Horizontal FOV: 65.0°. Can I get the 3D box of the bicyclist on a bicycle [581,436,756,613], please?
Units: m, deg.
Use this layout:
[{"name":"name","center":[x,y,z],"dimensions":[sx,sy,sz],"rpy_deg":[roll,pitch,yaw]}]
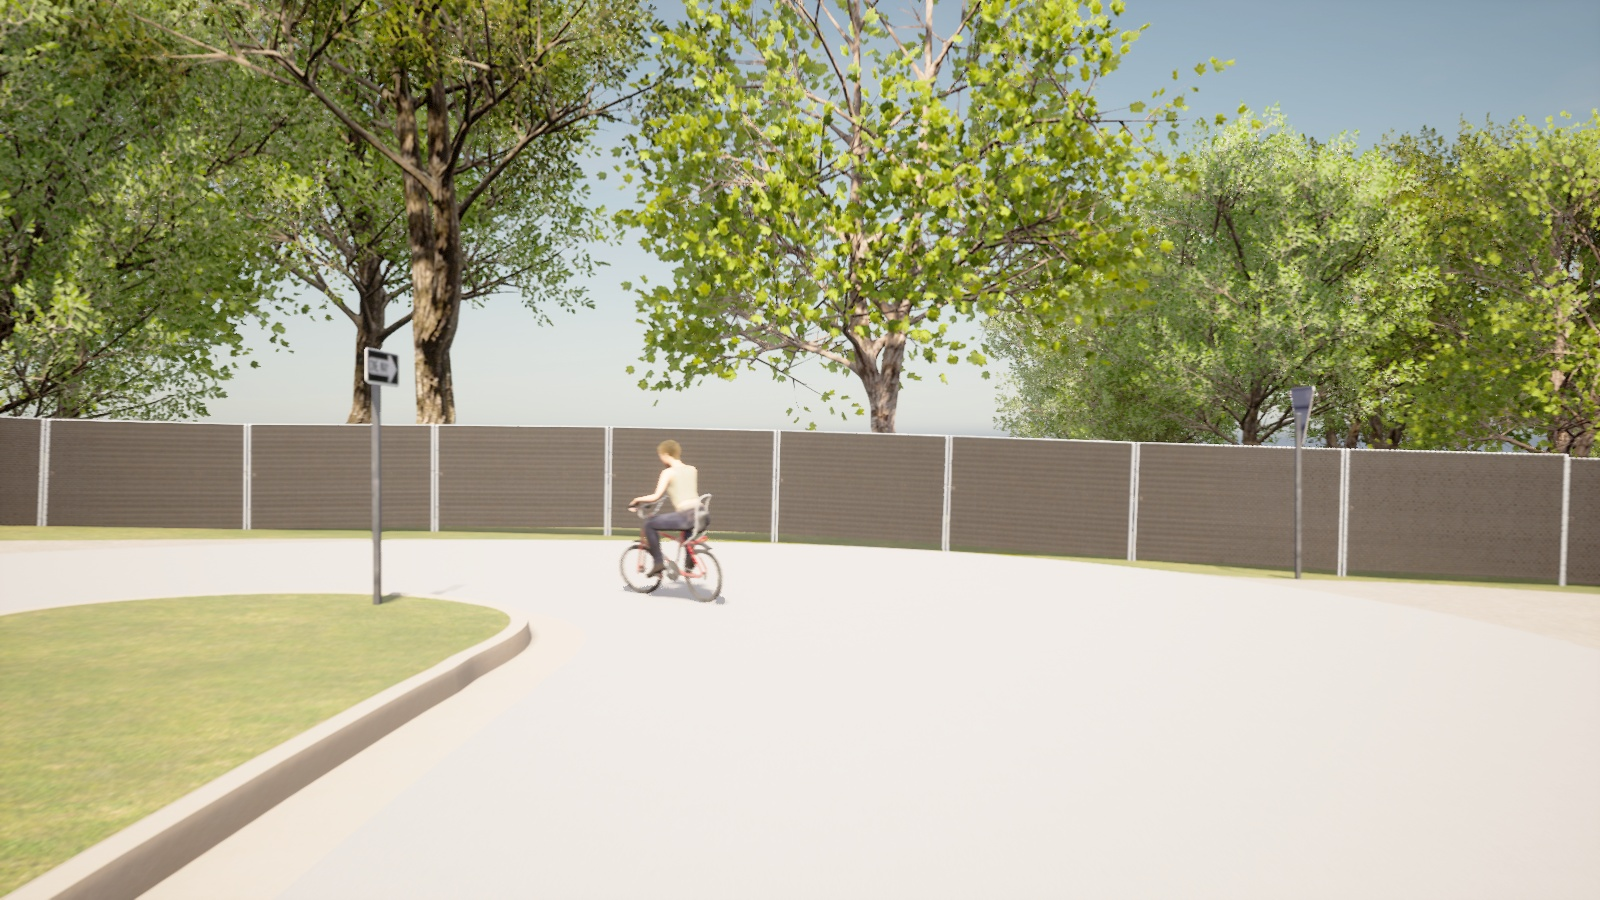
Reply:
[{"name":"bicyclist on a bicycle","center":[-1.332,0.696,12.618],"dimensions":[1.509,1.612,0.866],"rpy_deg":[0,5,42]}]
